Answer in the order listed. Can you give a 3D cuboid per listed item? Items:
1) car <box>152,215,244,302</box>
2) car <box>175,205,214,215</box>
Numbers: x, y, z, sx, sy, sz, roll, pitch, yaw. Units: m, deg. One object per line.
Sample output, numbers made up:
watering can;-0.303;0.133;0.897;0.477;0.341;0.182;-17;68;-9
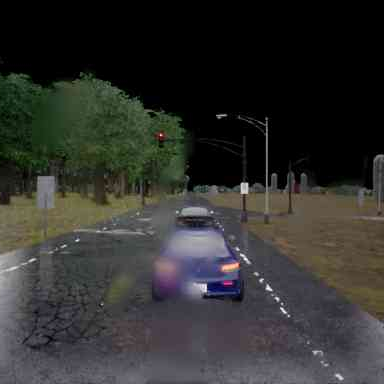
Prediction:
car;0.120;1.516;8.132;1.812;1.442;4.674;0;0;0
car;0.134;1.432;17.411;1.882;1.535;5.008;0;0;0
